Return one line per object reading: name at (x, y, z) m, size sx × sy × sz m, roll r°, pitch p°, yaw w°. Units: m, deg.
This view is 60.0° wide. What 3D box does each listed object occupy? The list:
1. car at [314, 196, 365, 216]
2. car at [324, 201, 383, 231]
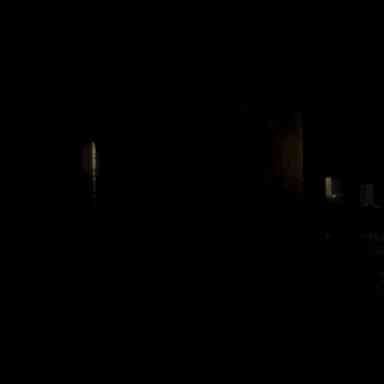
car at (11.530, 1.078, 25.736) m, size 1.967 × 1.590 × 4.097 m, roll -1°, pitch 1°, yaw -35°
car at (9.485, 1.347, 17.190) m, size 1.895 × 1.301 × 4.718 m, roll -1°, pitch 1°, yaw -23°
